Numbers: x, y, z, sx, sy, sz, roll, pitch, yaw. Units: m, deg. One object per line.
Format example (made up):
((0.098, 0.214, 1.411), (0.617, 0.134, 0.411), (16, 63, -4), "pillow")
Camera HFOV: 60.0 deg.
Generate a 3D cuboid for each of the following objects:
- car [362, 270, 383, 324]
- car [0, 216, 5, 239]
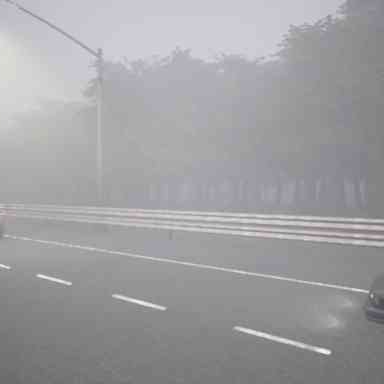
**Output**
((5.314, 1.548, 4.377), (5.357, 1.411, 2.033), (0, 0, 36), "car")
((-11.056, 1.362, 16.078), (4.553, 1.767, 2.097), (0, 0, 36), "car")
